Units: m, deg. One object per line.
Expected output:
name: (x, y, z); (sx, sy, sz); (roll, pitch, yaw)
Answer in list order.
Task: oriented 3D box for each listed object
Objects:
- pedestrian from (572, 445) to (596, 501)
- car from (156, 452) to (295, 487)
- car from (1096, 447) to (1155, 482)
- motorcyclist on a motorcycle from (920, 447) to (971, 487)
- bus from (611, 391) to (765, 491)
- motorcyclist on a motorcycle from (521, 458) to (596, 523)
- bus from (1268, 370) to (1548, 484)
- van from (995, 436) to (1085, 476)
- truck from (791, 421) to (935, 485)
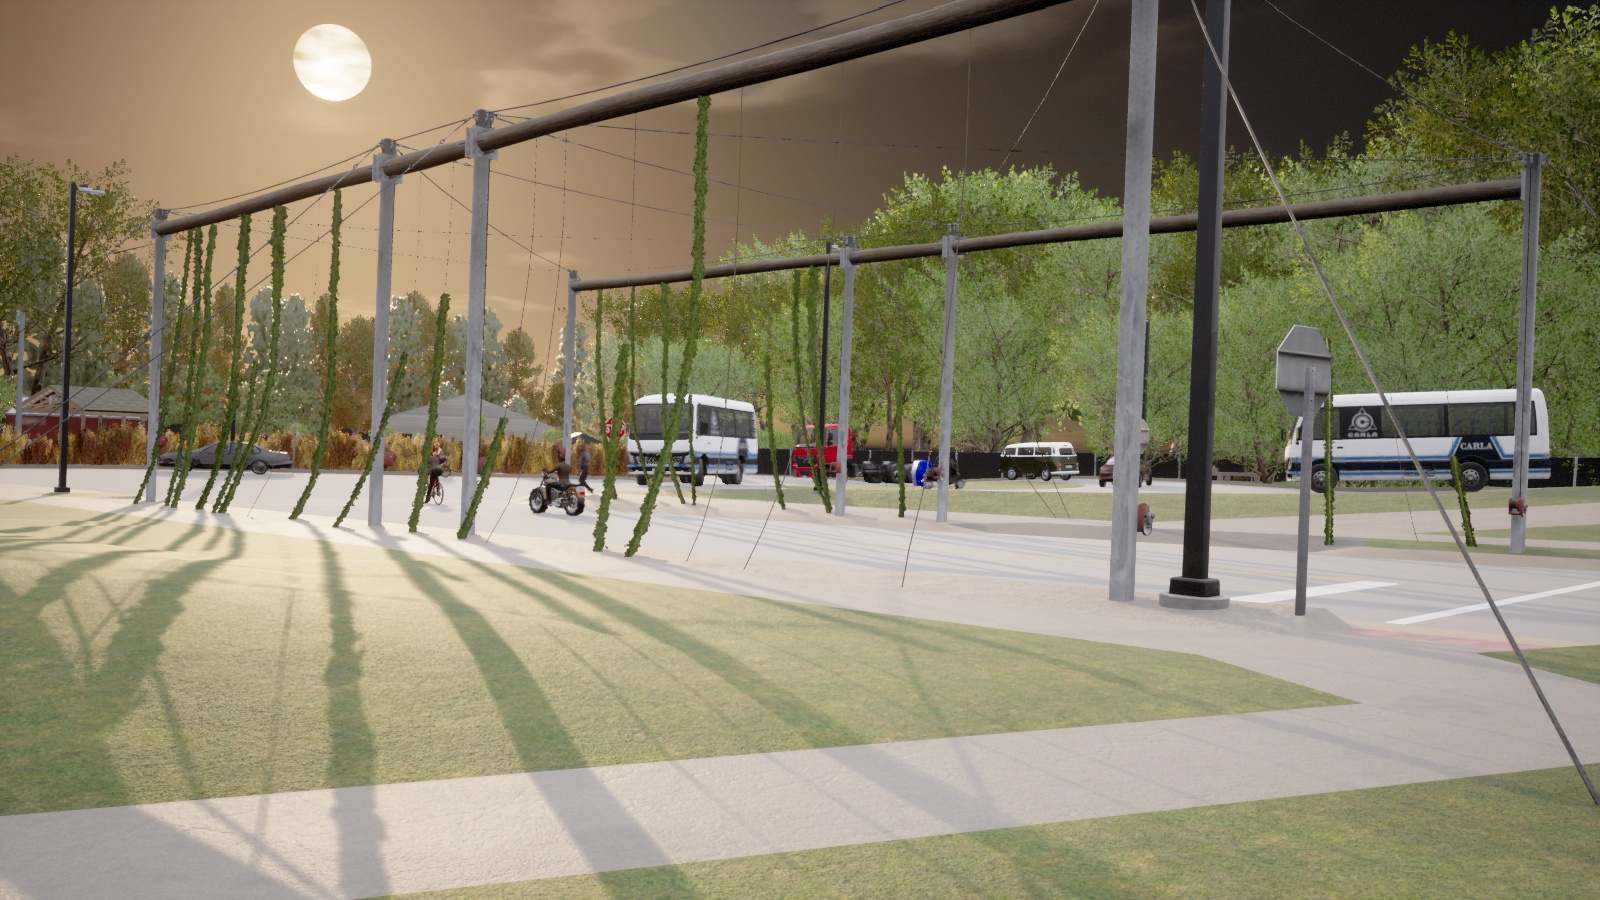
pedestrian: (-7.147, 0.765, 41.609); (0.694, 1.848, 0.540); (1, 0, -17)
car: (-25.043, 0.854, 54.983); (5.357, 1.411, 2.033); (1, 1, -20)
car: (14.995, 0.636, 57.642); (1.812, 1.442, 4.674); (-1, 0, 24)
motorcyclist on a motorcycle: (5.839, 0.686, 50.480); (1.817, 1.590, 0.866); (-1, -1, -10)
bus: (-5.026, -0.346, 59.454); (3.944, 4.253, 10.273); (-1, -1, 15)
motorcyclist on a motorcycle: (-6.377, 1.053, 33.081); (2.350, 1.649, 0.766); (-1, -1, 45)
bus: (25.671, -0.867, 53.713); (10.273, 4.253, 3.944); (-2, -1, 23)
van: (12.772, 0.333, 67.074); (2.069, 2.038, 4.480); (-2, 1, -36)
truck: (3.622, 0.142, 71.428); (7.936, 3.462, 2.891); (-1, -1, -34)
